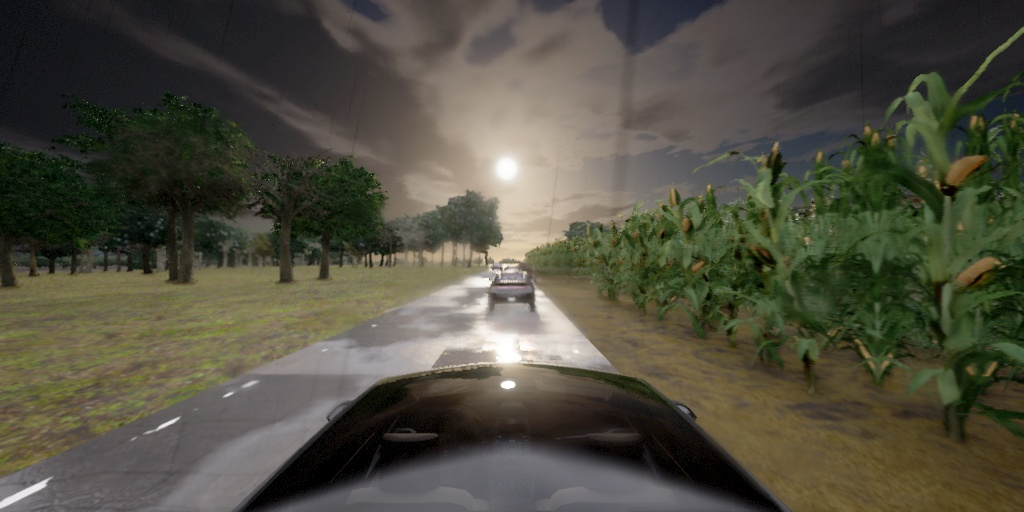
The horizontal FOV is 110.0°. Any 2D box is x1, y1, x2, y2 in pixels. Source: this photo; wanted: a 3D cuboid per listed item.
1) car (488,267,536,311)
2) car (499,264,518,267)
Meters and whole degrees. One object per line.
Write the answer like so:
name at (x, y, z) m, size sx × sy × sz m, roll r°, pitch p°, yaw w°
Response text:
car at (0.015, 1.386, 15.368) m, size 2.128 × 1.511 × 4.902 m, roll 0°, pitch 0°, yaw 0°
car at (0.017, 1.586, 30.757) m, size 1.812 × 1.442 × 4.674 m, roll 0°, pitch 0°, yaw 0°
